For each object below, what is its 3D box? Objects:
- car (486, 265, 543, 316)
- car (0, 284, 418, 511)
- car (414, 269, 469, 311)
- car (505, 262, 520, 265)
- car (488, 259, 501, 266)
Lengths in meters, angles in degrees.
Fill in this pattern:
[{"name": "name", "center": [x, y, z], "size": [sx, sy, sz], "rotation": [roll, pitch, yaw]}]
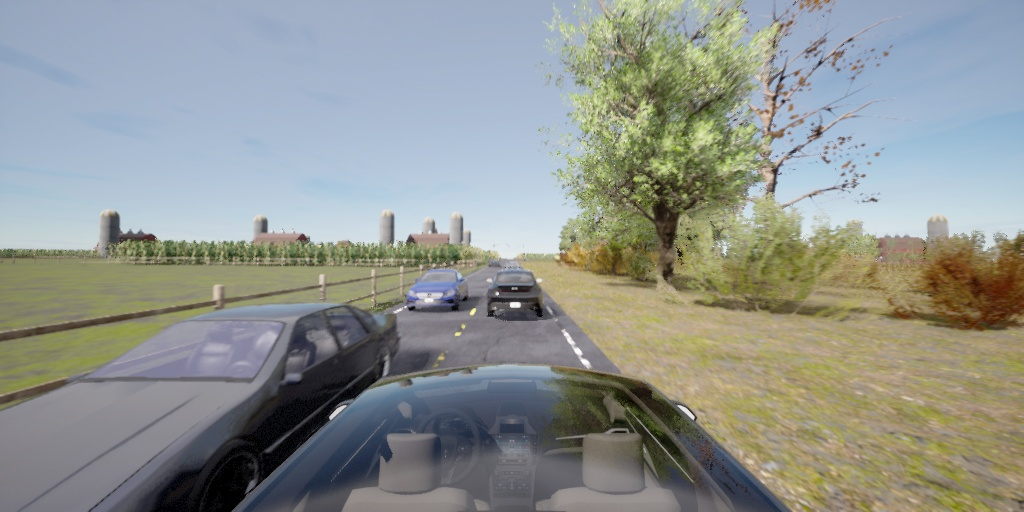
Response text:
[{"name": "car", "center": [0.094, 1.239, 13.310], "size": [1.837, 1.490, 4.892], "rotation": [0, 0, 0]}, {"name": "car", "center": [-2.848, 1.297, 4.142], "size": [2.033, 1.411, 5.357], "rotation": [0, 0, 0]}, {"name": "car", "center": [-2.847, 1.261, 14.594], "size": [1.812, 1.442, 4.674], "rotation": [0, 0, 0]}, {"name": "car", "center": [0.071, 1.302, 39.223], "size": [1.895, 1.301, 4.718], "rotation": [0, 0, 0]}, {"name": "car", "center": [-2.843, 1.242, 58.730], "size": [1.994, 1.385, 4.181], "rotation": [0, 0, 0]}]
